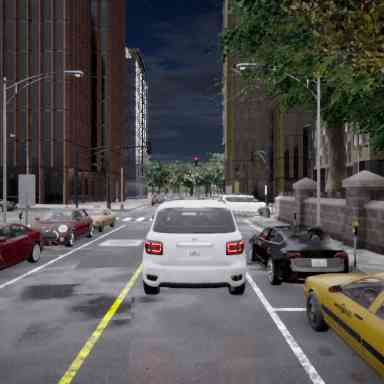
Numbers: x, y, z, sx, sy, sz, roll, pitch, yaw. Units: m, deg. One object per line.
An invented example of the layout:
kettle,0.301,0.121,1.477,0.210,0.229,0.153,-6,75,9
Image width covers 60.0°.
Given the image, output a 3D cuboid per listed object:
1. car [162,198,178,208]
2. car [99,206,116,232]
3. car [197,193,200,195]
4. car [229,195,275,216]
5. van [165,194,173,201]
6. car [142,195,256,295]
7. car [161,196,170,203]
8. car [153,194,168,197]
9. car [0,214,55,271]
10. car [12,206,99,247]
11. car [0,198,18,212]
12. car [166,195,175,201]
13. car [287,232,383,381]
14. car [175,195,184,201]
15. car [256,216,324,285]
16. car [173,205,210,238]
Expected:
car,-3.149,1.572,48.147,1.994,1.385,4.181,0,0,0
car,-5.787,1.527,20.006,1.752,1.417,4.829,0,0,0
car,2.673,1.571,79.344,1.887,1.381,4.507,0,0,0
car,5.308,1.356,32.350,5.566,2.045,2.150,1,1,18
van,-5.858,1.371,84.772,1.690,1.788,3.998,0,0,0
car,0.056,1.222,8.863,2.150,2.045,5.566,0,0,0
car,-5.846,1.548,73.727,1.752,1.417,4.829,0,0,0
car,-5.828,1.329,57.584,2.192,1.841,5.009,0,0,0
car,-5.775,1.545,9.262,1.887,1.381,4.507,0,0,0
car,-5.781,1.441,14.720,1.967,1.590,4.097,0,0,0
car,-19.177,1.160,31.618,4.892,1.490,1.837,1,0,0
car,-5.864,1.585,90.210,2.008,1.369,4.403,0,0,0
car,2.756,1.525,3.987,1.752,1.417,4.829,0,0,0
car,-3.090,1.494,80.782,1.994,1.385,4.181,0,0,0
car,2.750,1.566,9.274,1.947,1.339,4.313,0,0,0
car,0.003,1.527,18.508,1.812,1.442,4.674,0,0,0
